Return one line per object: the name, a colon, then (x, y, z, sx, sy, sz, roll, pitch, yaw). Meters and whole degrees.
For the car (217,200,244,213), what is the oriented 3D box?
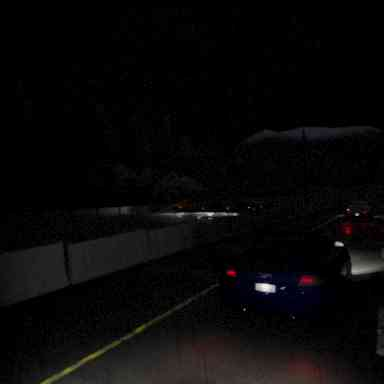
car: (5.443, 1.705, 41.120, 2.128, 1.511, 4.902, -2, -1, 30)

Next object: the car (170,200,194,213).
car: (-1.057, 1.868, 43.868, 1.882, 1.535, 5.008, -2, -1, 30)

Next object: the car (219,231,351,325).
car: (2.214, 1.528, 7.227, 1.994, 1.385, 4.181, -2, 0, 30)

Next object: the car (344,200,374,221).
car: (12.974, 1.384, 25.840, 1.812, 1.442, 4.674, -2, -1, 30)

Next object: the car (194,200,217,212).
car: (2.593, 1.807, 43.176, 1.837, 1.490, 4.892, -2, -1, 30)

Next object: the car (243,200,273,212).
car: (7.945, 1.650, 38.466, 1.812, 1.442, 4.674, -2, -1, 30)
